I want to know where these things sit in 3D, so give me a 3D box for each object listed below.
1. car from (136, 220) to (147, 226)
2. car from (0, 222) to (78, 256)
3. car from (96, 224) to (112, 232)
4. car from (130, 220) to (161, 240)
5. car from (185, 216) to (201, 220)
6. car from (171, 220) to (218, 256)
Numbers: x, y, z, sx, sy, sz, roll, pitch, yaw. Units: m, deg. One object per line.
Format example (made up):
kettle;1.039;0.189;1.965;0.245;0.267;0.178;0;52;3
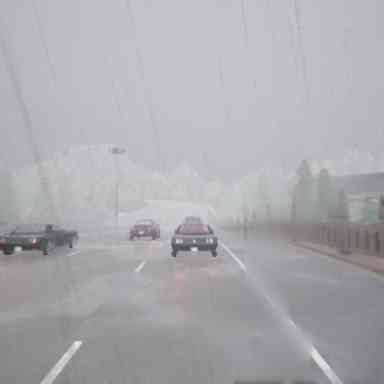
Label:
car;-14.022;8.586;92.668;2.033;1.411;5.357;0;0;0
car;-6.904;2.116;15.438;1.895;1.301;4.718;0;-4;0
car;-17.516;7.148;66.428;1.812;1.442;4.674;0;-6;0
car;-3.406;2.780;24.667;1.812;1.442;4.674;0;-6;0
car;0.091;3.826;37.569;2.150;2.045;5.566;0;-6;0
car;0.096;2.109;15.321;1.895;1.301;4.718;0;-4;0
